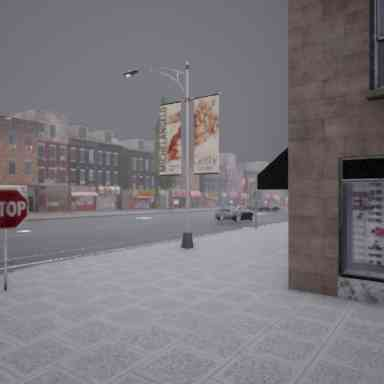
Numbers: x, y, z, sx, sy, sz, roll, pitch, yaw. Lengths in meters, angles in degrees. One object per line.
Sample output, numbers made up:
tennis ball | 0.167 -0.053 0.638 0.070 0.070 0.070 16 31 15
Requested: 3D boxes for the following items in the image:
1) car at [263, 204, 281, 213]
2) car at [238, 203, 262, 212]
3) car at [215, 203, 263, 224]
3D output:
car | 11.934 2.453 51.154 1.895 1.301 4.718 0 -1 35
car | 9.280 2.452 53.030 1.895 1.301 4.718 0 -1 35
car | 3.817 1.844 28.417 2.128 1.511 4.902 0 -1 35
